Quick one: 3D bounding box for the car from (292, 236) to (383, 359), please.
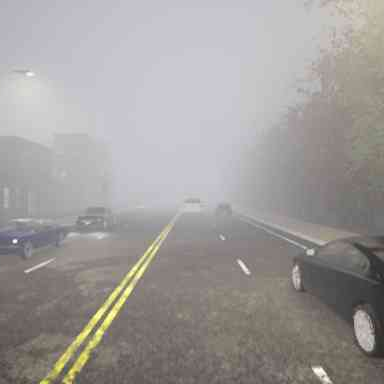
[{"bbox_3d":[3.347,1.543,6.102,1.882,1.535,5.008,0,-1,0],"label":"car"}]

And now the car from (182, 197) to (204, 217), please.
[{"bbox_3d":[0.083,1.594,35.620,2.150,2.045,5.566,0,-1,0],"label":"car"}]

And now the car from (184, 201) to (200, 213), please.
[{"bbox_3d":[-0.015,2.034,46.685,2.033,1.411,5.357,0,-1,0],"label":"car"}]

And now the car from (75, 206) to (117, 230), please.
[{"bbox_3d":[-6.595,1.748,23.270,1.837,1.490,4.892,0,-1,0],"label":"car"}]

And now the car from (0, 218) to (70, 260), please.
[{"bbox_3d":[-6.605,1.739,13.199,1.895,1.301,4.718,0,-1,0],"label":"car"}]

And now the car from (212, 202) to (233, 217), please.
[{"bbox_3d":[3.336,1.886,36.324,1.837,1.490,4.892,0,0,0],"label":"car"}]
